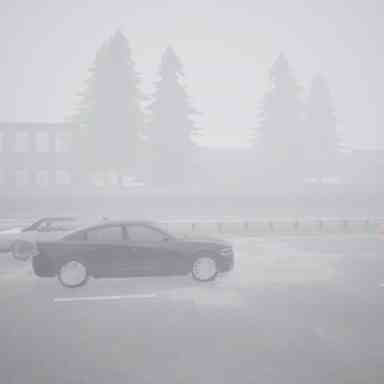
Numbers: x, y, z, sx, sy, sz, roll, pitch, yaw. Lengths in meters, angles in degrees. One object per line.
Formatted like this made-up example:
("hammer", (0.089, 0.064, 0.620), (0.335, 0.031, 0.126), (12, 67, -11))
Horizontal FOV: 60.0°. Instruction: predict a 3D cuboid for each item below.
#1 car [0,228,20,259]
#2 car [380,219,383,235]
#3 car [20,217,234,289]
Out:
("car", (-4.284, 1.546, 11.825), (4.718, 1.301, 1.895), (0, 0, -7))
("car", (10.410, 1.211, 13.757), (4.553, 1.767, 2.097), (0, 0, -8))
("car", (-1.413, 1.429, 8.674), (5.008, 1.535, 1.882), (0, 0, -7))
